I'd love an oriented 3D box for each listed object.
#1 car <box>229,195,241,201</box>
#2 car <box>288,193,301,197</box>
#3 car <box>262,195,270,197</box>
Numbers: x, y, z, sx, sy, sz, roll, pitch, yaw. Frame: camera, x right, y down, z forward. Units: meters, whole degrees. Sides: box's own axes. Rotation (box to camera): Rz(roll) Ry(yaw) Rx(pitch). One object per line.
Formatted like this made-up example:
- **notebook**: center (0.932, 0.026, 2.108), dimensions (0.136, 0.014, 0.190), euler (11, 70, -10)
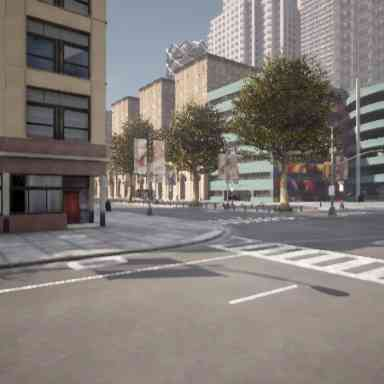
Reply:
- **car**: center (9.366, 1.369, 77.748), dimensions (2.161, 1.482, 4.786), euler (0, 0, -36)
- **car**: center (19.842, 1.278, 70.265), dimensions (2.002, 1.452, 4.674), euler (0, 0, -36)
- **car**: center (19.018, 1.421, 84.197), dimensions (1.895, 1.301, 4.718), euler (0, 0, -36)
